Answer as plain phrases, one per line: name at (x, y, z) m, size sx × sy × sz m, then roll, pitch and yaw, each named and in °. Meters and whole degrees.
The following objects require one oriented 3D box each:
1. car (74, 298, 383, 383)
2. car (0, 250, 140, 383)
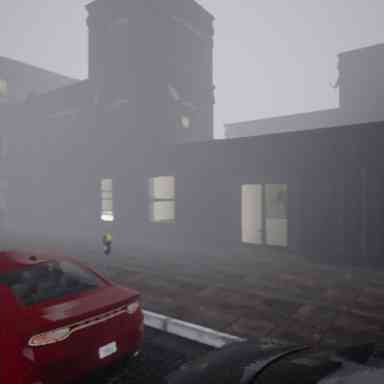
car at (1.542, 1.567, 1.783) m, size 4.313 × 1.339 × 1.947 m, roll 0°, pitch 0°, yaw 36°
car at (-2.708, 1.531, 4.825) m, size 4.507 × 1.381 × 1.887 m, roll 0°, pitch 0°, yaw 36°
